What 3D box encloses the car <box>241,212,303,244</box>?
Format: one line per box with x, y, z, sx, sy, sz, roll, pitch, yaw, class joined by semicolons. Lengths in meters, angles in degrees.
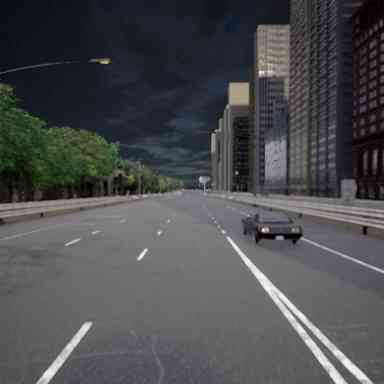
3.532;1.567;15.636;1.895;1.301;4.718;0;0;0;car
